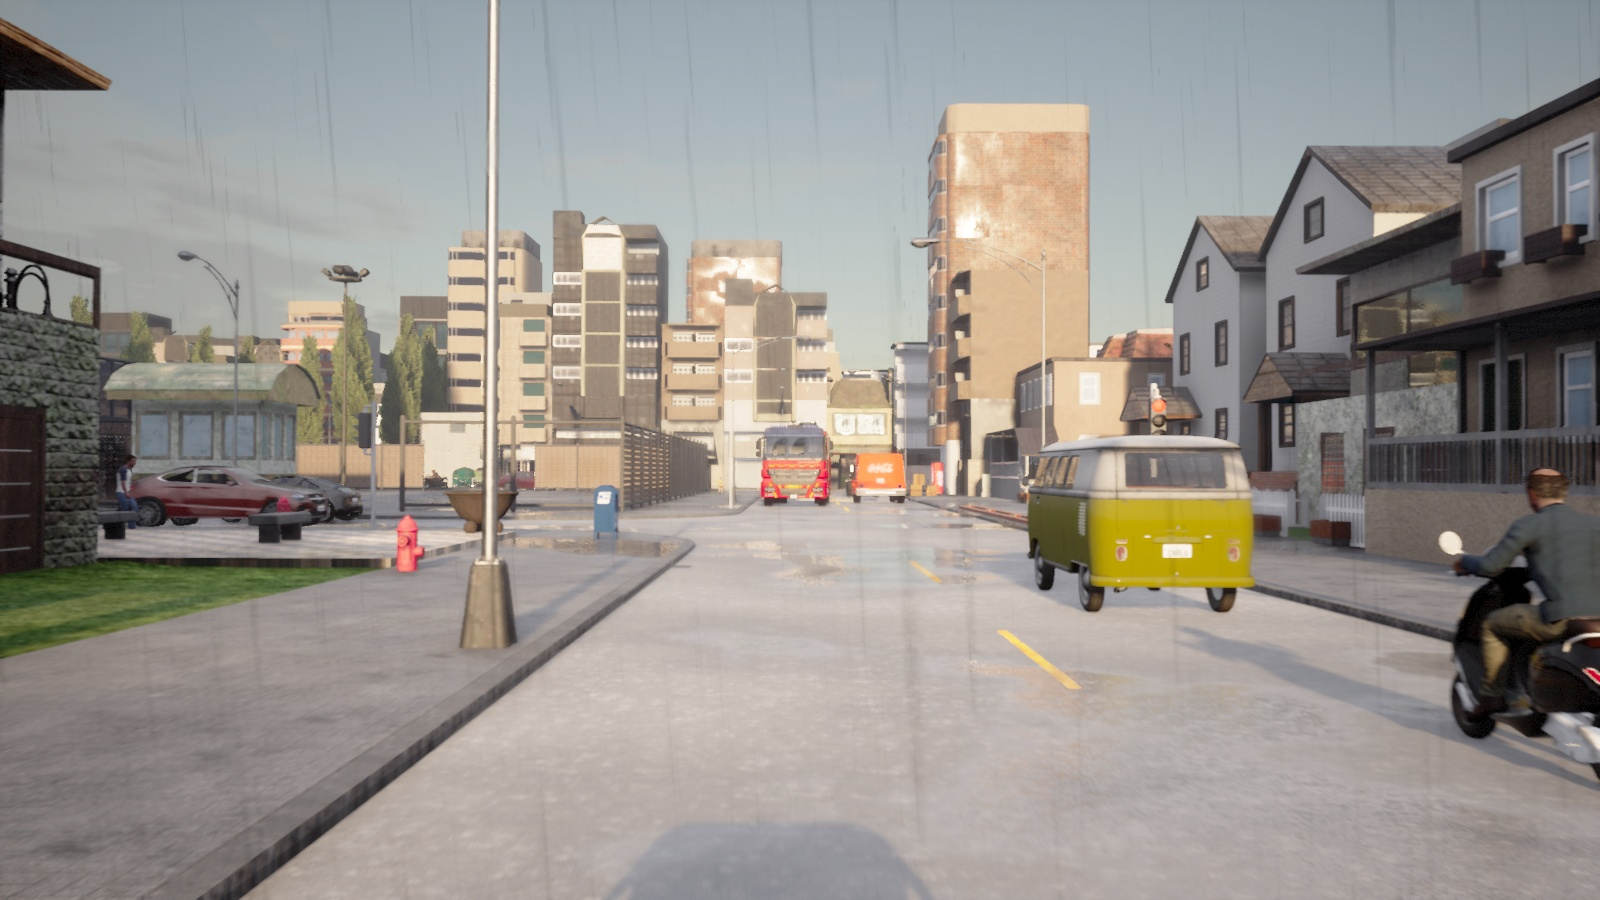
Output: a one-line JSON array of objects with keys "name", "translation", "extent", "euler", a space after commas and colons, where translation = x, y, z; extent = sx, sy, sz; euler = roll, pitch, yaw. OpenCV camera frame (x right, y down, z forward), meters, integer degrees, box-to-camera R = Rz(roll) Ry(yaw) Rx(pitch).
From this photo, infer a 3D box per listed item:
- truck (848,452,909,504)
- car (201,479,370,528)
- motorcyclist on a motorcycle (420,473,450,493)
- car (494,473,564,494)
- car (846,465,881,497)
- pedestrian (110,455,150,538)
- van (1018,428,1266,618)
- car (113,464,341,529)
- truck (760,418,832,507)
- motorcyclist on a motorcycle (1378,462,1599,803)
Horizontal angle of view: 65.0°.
[{"name": "truck", "translation": [3.845, 1.353, 62.511], "extent": [2.627, 2.467, 5.204], "euler": [0, 0, 0]}, {"name": "car", "translation": [-15.134, 1.551, 37.107], "extent": [4.181, 1.385, 1.994], "euler": [0, -1, 1]}, {"name": "motorcyclist on a motorcycle", "translation": [-27.489, 2.469, 94.695], "extent": [2.044, 1.523, 0.797], "euler": [0, -1, 0]}, {"name": "car", "translation": [-19.573, 2.415, 90.726], "extent": [4.674, 1.442, 1.812], "euler": [0, -1, 0]}, {"name": "car", "translation": [3.812, 1.853, 76.225], "extent": [1.905, 1.878, 3.866], "euler": [0, -1, 0]}, {"name": "pedestrian", "translation": [-15.103, 1.044, 28.310], "extent": [0.706, 1.836, 0.354], "euler": [0, -1, -10]}, {"name": "van", "translation": [3.970, 0.805, 15.404], "extent": [1.775, 1.987, 4.442], "euler": [0, -1, -1]}, {"name": "car", "translation": [-15.034, 1.201, 33.182], "extent": [5.027, 1.651, 2.152], "euler": [0, -1, 0]}, {"name": "truck", "translation": [-0.072, 0.608, 58.040], "extent": [2.891, 3.827, 8.468], "euler": [0, -1, 3]}, {"name": "motorcyclist on a motorcycle", "translation": [3.983, 0.864, 6.784], "extent": [0.866, 1.590, 1.817], "euler": [0, -1, 0]}]
